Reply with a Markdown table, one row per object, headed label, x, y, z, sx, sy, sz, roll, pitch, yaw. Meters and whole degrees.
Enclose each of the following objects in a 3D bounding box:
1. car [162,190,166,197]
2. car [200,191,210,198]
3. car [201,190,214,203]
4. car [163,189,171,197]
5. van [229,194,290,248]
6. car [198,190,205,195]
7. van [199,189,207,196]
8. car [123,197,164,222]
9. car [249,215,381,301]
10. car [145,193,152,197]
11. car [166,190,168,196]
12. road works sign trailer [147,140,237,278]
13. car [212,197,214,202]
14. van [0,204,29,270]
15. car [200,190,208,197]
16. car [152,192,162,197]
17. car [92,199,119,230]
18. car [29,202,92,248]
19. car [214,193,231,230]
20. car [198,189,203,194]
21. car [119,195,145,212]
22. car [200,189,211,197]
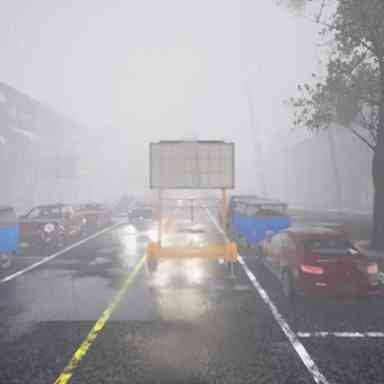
| label | x | y | z | sx | sy | sz | roll | pitch | yaw |
| --- | --- | --- | --- | --- | --- | --- | --- | --- | --- |
| car | -5.733 | 0.752 | 52.125 | 2.008 | 1.369 | 4.403 | -1 | 1 | 0 |
| car | 2.635 | 0.527 | 68.777 | 1.802 | 1.307 | 4.206 | -1 | 1 | 0 |
| car | 2.652 | 0.851 | 46.586 | 1.947 | 1.339 | 4.313 | -1 | 1 | 0 |
| car | -5.752 | 0.175 | 74.312 | 2.192 | 1.841 | 5.009 | -1 | 1 | 0 |
| van | 2.674 | 1.136 | 13.297 | 1.690 | 1.788 | 3.998 | -1 | 1 | 0 |
| car | 2.618 | 0.125 | 91.137 | 1.752 | 1.417 | 4.829 | -1 | 1 | 0 |
| van | 2.625 | 0.115 | 79.869 | 1.690 | 1.788 | 3.998 | -1 | 1 | 0 |
| car | -3.119 | 1.251 | 22.764 | 1.895 | 1.301 | 4.718 | 0 | 1 | 0 |
| car | 2.681 | 1.461 | 7.753 | 1.802 | 1.307 | 4.206 | -1 | 1 | 0 |
| car | -5.721 | 1.001 | 35.482 | 1.887 | 1.381 | 4.507 | -1 | 1 | 0 |
| car | -5.737 | 0.698 | 57.674 | 1.802 | 1.307 | 4.206 | -1 | 1 | 0 |
| road works sign trailer | 0.003 | 0.316 | 9.562 | 2.380 | 3.560 | 2.880 | 0 | 1 | 0 |
| car | 2.668 | 1.207 | 24.396 | 1.802 | 1.307 | 4.206 | -1 | 1 | 0 |
| van | -5.703 | 1.221 | 7.740 | 1.690 | 1.788 | 3.998 | -1 | 1 | 0 |
| car | 2.631 | 0.382 | 74.494 | 1.752 | 1.417 | 4.829 | -1 | 1 | 0 |
| car | -5.729 | 0.868 | 46.578 | 1.802 | 1.307 | 4.206 | -1 | 1 | 0 |
| car | -5.708 | 1.255 | 18.839 | 1.887 | 1.381 | 4.507 | -1 | 1 | 0 |
| car | -5.705 | 1.236 | 13.290 | 1.967 | 1.590 | 4.097 | -1 | 1 | 0 |
| car | 2.670 | 1.025 | 18.844 | 2.192 | 1.841 | 5.009 | -1 | 1 | 0 |
| car | 2.641 | 0.430 | 57.678 | 2.192 | 1.841 | 5.009 | -1 | 1 | 0 |
| car | -5.718 | 0.981 | 29.933 | 1.967 | 1.590 | 4.097 | -1 | 1 | 0 |
| car | 2.648 | 0.723 | 52.302 | 1.752 | 1.417 | 4.829 | -1 | 1 | 0 |
